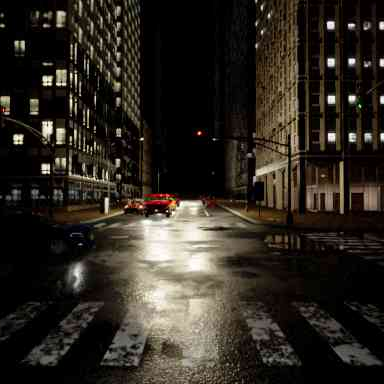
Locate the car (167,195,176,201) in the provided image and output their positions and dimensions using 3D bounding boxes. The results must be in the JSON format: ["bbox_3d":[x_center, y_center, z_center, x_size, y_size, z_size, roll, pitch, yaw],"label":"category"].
[{"bbox_3d":[-5.554,1.587,89.548,2.008,1.369,4.403,1,0,0],"label":"car"}]

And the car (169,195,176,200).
[{"bbox_3d":[-5.547,1.605,95.123,1.947,1.339,4.313,1,0,0],"label":"car"}]

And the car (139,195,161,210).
[{"bbox_3d":[-5.610,1.332,44.946,2.192,1.841,5.009,1,0,0],"label":"car"}]

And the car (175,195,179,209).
[{"bbox_3d":[-3.041,1.493,41.552,1.882,1.535,5.008,0,0,0],"label":"car"}]

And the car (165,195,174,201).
[{"bbox_3d":[-5.561,1.578,83.972,1.887,1.381,4.507,1,0,0],"label":"car"}]

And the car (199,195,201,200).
[{"bbox_3d":[2.788,1.590,61.730,1.947,1.339,4.313,1,0,0],"label":"car"}]

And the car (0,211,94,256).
[{"bbox_3d":[-6.287,1.476,12.540,5.008,1.535,1.882,0,0,0],"label":"car"}]

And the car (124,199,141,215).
[{"bbox_3d":[-5.628,1.453,33.796,1.967,1.590,4.097,1,0,0],"label":"car"}]

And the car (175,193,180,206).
[{"bbox_3d":[-3.020,1.241,52.051,2.150,2.045,5.566,0,0,0],"label":"car"}]

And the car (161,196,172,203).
[{"bbox_3d":[-5.577,1.573,72.822,1.887,1.381,4.507,1,0,0],"label":"car"}]

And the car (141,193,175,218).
[{"bbox_3d":[-3.051,1.233,31.125,2.150,2.045,5.566,0,0,0],"label":"car"}]

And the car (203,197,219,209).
[{"bbox_3d":[2.764,1.599,44.997,1.802,1.307,4.206,1,0,0],"label":"car"}]

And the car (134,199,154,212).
[{"bbox_3d":[-5.623,1.597,39.371,1.802,1.307,4.206,1,0,0],"label":"car"}]

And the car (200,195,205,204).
[{"bbox_3d":[2.782,1.547,56.322,1.752,1.417,4.829,1,0,0],"label":"car"}]
